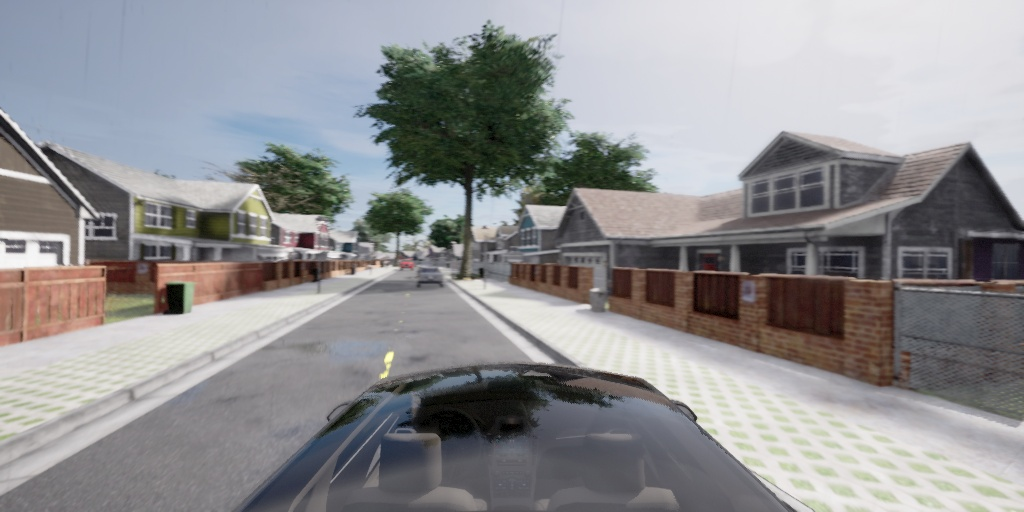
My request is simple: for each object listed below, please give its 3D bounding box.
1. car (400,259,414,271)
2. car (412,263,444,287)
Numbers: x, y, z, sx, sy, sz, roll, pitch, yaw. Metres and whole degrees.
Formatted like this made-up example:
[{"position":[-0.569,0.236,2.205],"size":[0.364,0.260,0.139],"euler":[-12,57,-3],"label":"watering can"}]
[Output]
[{"position":[-18.168,1.484,62.096],"size":[2.150,2.045,5.566],"euler":[1,-1,-15],"label":"car"},{"position":[-5.969,1.491,26.244],"size":[2.033,1.411,5.357],"euler":[1,-1,-14],"label":"car"}]
